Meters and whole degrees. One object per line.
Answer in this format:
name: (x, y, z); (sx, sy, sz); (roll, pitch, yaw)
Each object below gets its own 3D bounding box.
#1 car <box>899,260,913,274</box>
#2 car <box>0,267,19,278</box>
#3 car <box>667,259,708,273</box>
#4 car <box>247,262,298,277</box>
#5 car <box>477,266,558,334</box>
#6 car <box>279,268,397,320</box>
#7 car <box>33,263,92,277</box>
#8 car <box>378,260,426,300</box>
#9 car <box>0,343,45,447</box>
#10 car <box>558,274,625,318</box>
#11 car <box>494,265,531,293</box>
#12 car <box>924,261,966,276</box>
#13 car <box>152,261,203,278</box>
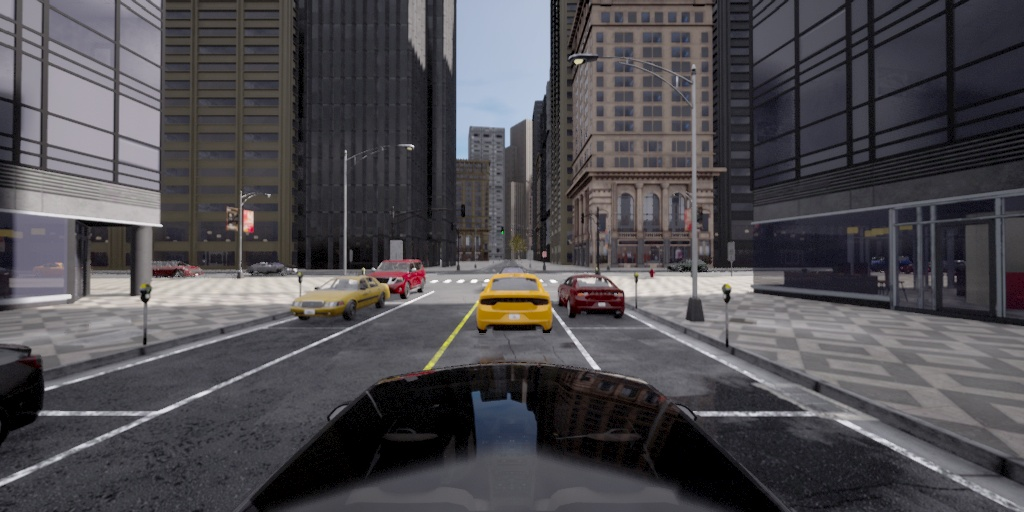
car: (45.087, 1.329, 38.767); (4.718, 1.301, 1.895); (0, -1, 0)
car: (-52.162, 1.597, 35.648); (4.181, 1.385, 1.994); (0, -1, 0)
car: (22.138, 1.200, 45.439); (4.553, 1.767, 2.097); (0, -1, 0)
car: (-25.820, 1.423, 38.779); (4.902, 1.511, 2.128); (0, -1, 0)
car: (0.080, 1.248, 10.755); (1.882, 1.535, 5.008); (0, 0, 1)
car: (-5.844, 1.301, 12.761); (1.751, 1.417, 4.829); (0, 0, 0)
car: (-48.635, 1.501, 38.865); (5.008, 1.535, 1.882); (0, -1, 1)
car: (-5.836, 1.107, 18.390); (2.192, 1.841, 5.009); (0, 0, 0)
car: (-5.859, 1.316, 2.013); (1.948, 1.339, 4.313); (0, 0, 0)
car: (2.681, 1.321, 12.916); (1.888, 1.381, 4.507); (0, 0, 0)
car: (0.059, 1.353, 22.342); (2.033, 1.411, 5.357); (0, 0, 0)
car: (44.253, 1.187, 35.527); (4.902, 1.511, 2.128); (0, -1, 1)
car: (-33.490, 1.279, 35.541); (4.553, 1.767, 2.097); (0, -1, 0)
